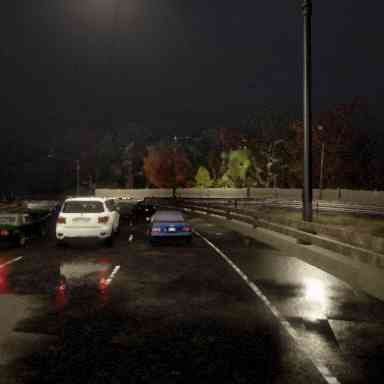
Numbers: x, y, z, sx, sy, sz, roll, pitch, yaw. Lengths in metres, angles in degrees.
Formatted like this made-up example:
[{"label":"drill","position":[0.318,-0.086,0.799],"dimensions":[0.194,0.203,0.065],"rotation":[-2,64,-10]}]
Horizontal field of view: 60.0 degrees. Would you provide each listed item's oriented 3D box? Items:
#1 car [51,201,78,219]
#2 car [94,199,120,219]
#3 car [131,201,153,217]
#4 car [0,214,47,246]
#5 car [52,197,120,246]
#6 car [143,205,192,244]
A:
[{"label":"car","position":[-11.335,1.570,29.819],"dimensions":[1.994,1.385,4.181],"rotation":[0,0,-16]},{"label":"car","position":[-7.977,1.493,30.804],"dimensions":[2.128,1.511,4.902],"rotation":[0,0,-16]},{"label":"car","position":[-4.619,1.571,31.790],"dimensions":[1.994,1.385,4.181],"rotation":[0,0,-16]},{"label":"car","position":[-8.099,1.614,14.961],"dimensions":[1.895,1.301,4.718],"rotation":[0,0,-8]},{"label":"car","position":[-4.635,1.256,15.460],"dimensions":[2.150,2.045,5.566],"rotation":[0,0,-8]},{"label":"car","position":[-1.167,1.561,15.930],"dimensions":[2.033,1.411,5.357],"rotation":[0,0,-8]}]
